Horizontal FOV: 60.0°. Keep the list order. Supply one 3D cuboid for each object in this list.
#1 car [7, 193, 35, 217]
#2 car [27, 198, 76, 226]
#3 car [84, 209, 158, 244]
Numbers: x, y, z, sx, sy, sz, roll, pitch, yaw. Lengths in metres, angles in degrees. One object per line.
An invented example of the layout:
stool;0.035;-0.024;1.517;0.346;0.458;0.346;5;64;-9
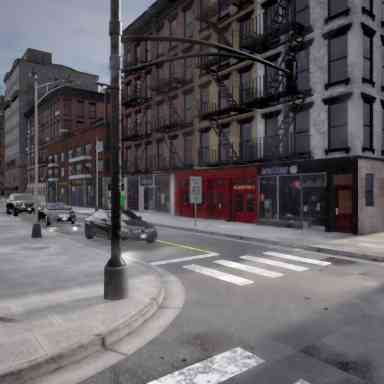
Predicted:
car;-16.046;1.168;31.597;2.150;2.045;5.566;0;0;-37
car;-9.690;1.456;23.335;2.128;1.511;4.902;0;0;-38
car;-3.419;1.508;15.220;1.812;1.442;4.674;0;0;-39
